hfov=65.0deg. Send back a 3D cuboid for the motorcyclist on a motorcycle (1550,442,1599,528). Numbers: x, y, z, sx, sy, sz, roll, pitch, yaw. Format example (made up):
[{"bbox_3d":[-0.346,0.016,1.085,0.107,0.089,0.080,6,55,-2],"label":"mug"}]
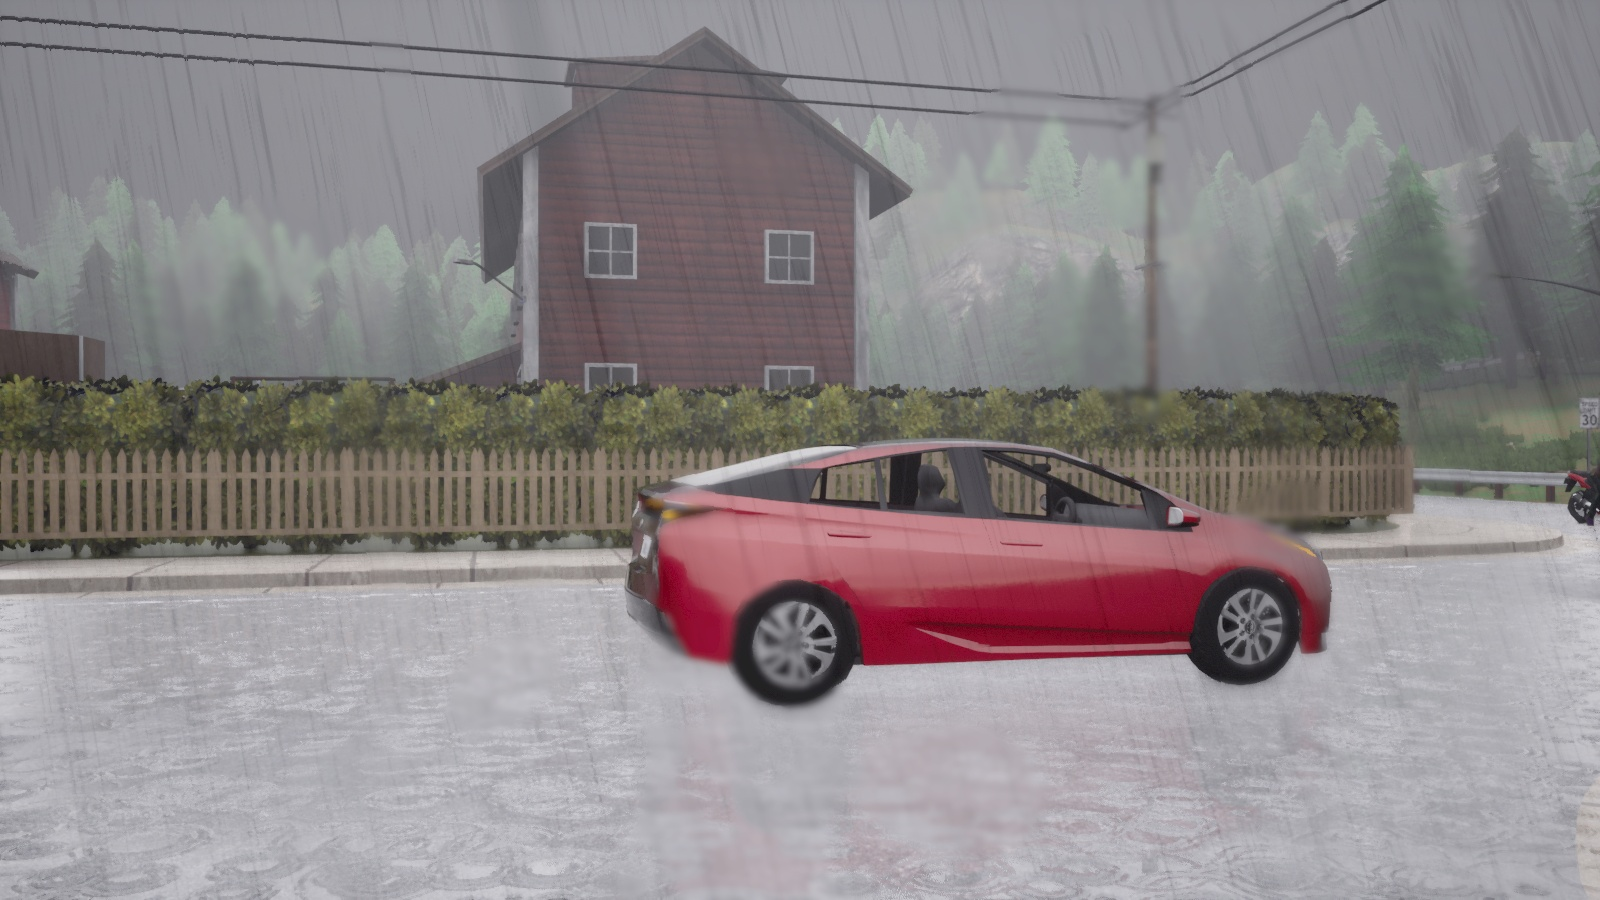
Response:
[{"bbox_3d":[14.482,0.614,22.301,0.797,1.523,2.044,0,0,-13],"label":"motorcyclist on a motorcycle"}]

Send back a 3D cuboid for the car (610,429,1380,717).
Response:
[{"bbox_3d":[1.131,0.648,8.161,4.514,1.525,2.007,0,0,-14],"label":"car"}]
